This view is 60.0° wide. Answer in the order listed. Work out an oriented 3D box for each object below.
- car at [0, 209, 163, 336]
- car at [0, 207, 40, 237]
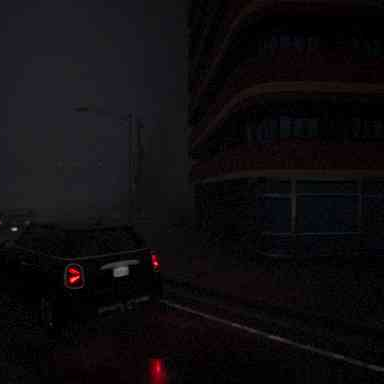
[{"bbox_3d":[-2.677,1.352,7.060,2.097,1.767,4.553,0,0,-45],"label":"car"},{"bbox_3d":[-9.854,1.601,19.011,1.895,1.301,4.718,0,0,-21],"label":"car"}]
